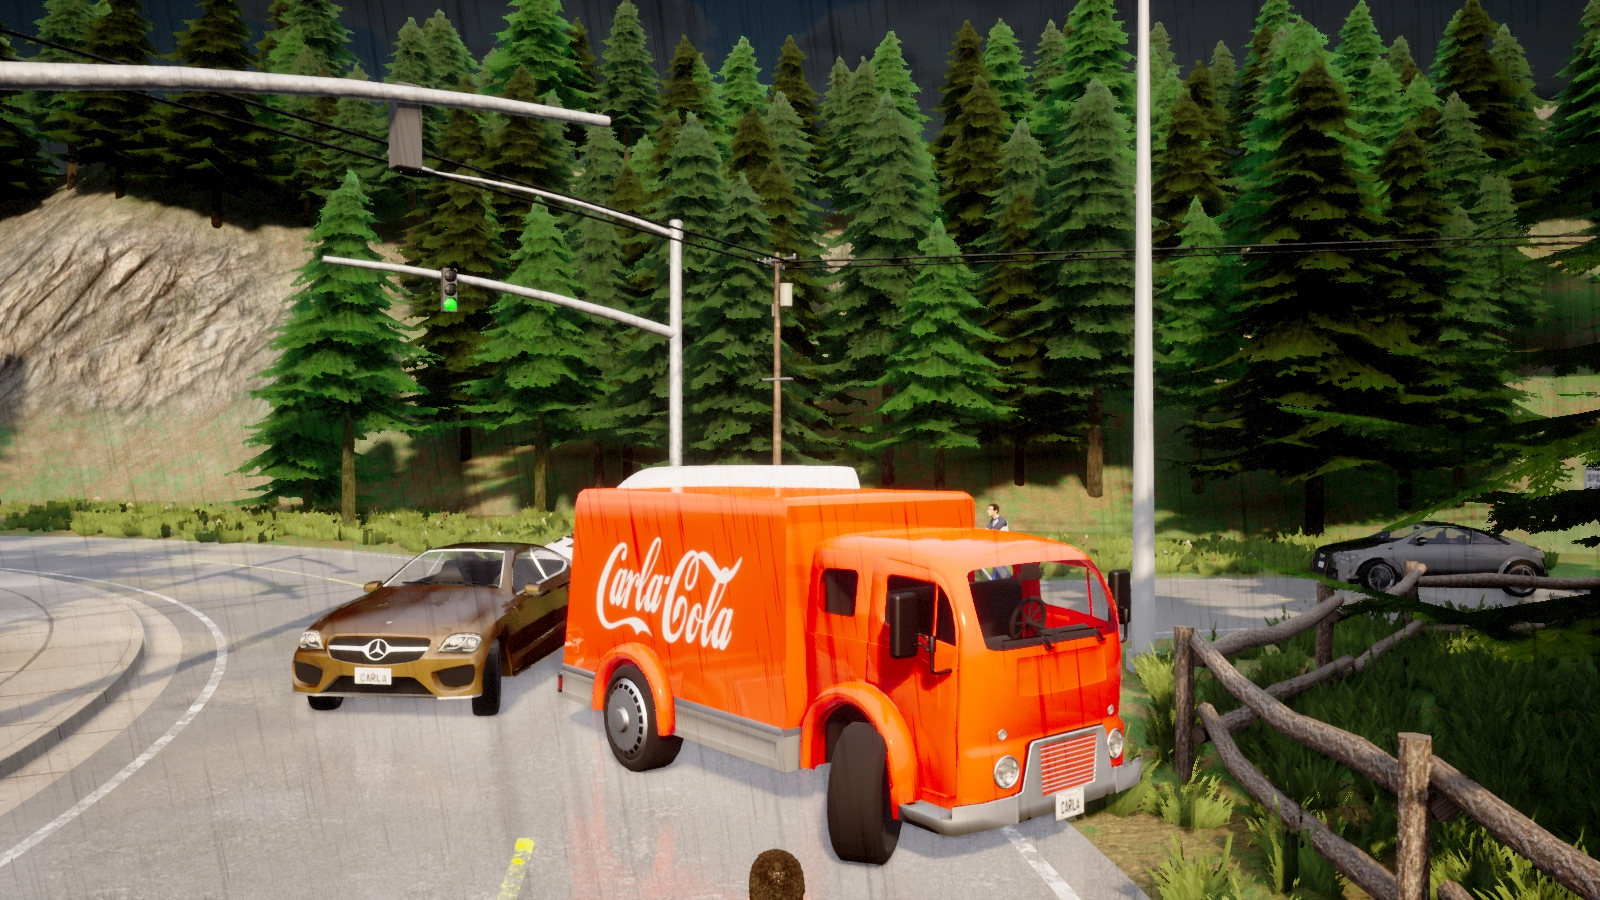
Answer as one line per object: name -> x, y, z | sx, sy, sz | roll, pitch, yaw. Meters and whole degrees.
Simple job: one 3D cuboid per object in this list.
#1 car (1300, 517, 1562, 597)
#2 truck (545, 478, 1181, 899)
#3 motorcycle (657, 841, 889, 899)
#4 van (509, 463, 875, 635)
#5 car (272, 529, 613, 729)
car -> 12.589, 2.119, 23.051 | 4.181, 1.385, 1.994 | 0, 0, 6
truck -> 0.202, 1.542, 9.769 | 2.627, 2.467, 5.204 | 0, 0, -39
motorcycle -> -0.074, 2.159, 3.526 | 0.803, 1.199, 2.033 | 0, 0, -2
van -> -1.776, 1.528, 19.549 | 5.915, 2.561, 1.988 | 0, 0, -27
car -> -4.038, 1.970, 14.038 | 2.152, 1.651, 5.027 | 0, 0, 6
